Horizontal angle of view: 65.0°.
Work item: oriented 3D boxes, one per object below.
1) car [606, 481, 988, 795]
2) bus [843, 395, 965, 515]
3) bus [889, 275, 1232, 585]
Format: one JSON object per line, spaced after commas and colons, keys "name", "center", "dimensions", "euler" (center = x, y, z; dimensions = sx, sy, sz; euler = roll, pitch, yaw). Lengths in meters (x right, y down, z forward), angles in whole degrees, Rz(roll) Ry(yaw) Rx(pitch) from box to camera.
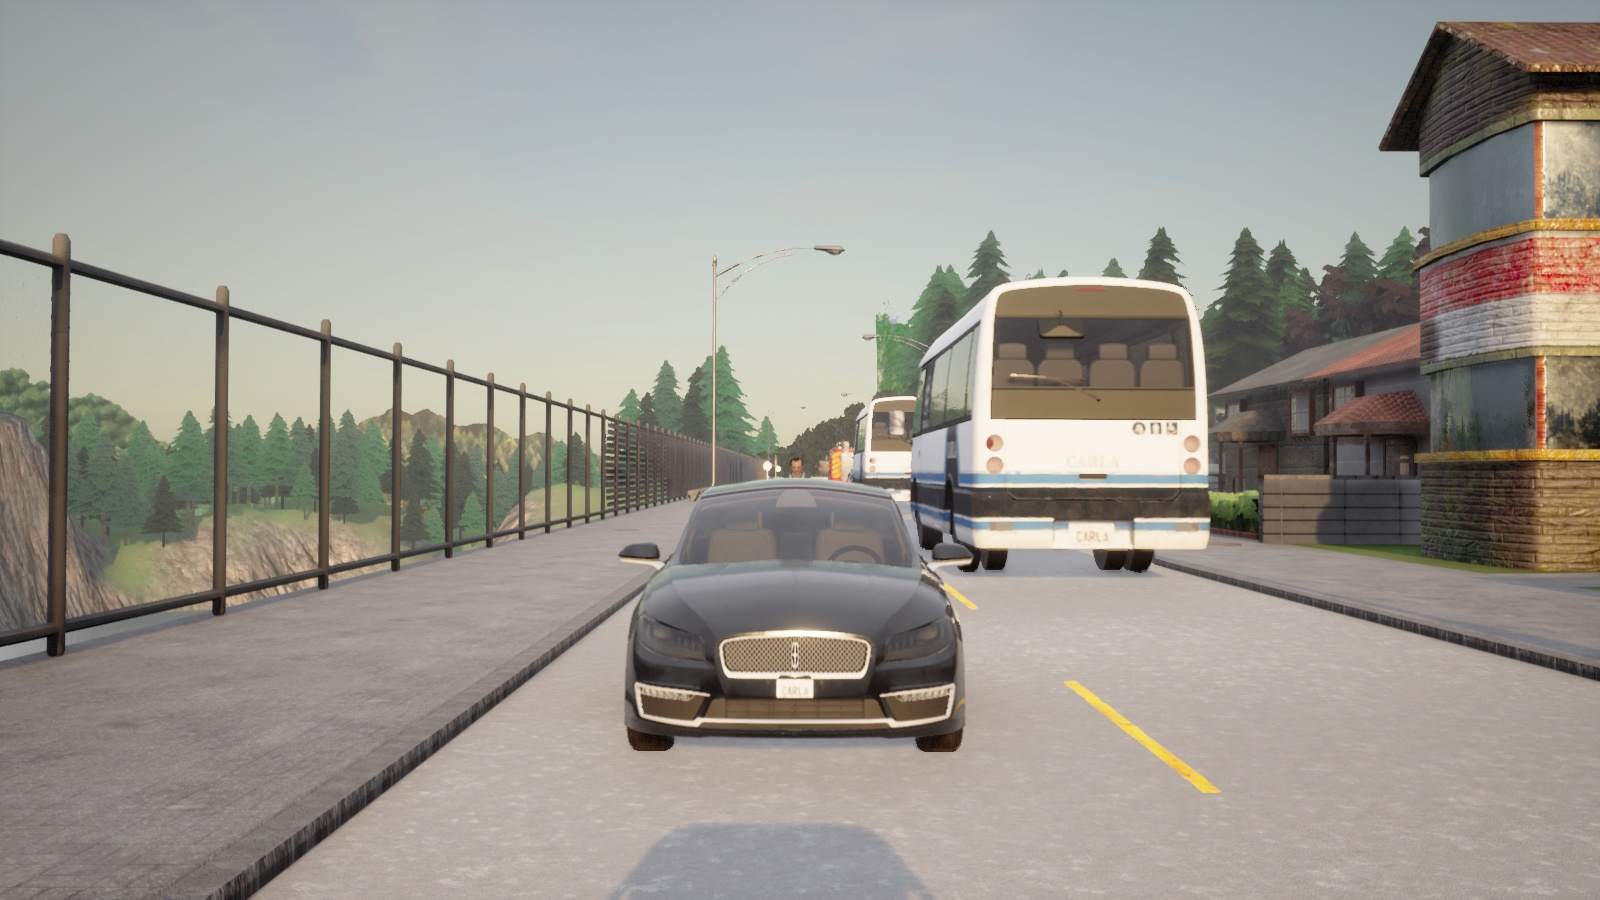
{"name": "car", "center": [-0.020, 0.965, 8.496], "dimensions": [1.837, 1.490, 4.892], "euler": [0, -1, 0]}
{"name": "bus", "center": [3.877, 0.267, 49.911], "dimensions": [3.944, 4.253, 10.273], "euler": [0, -1, 0]}
{"name": "bus", "center": [3.942, -0.198, 22.433], "dimensions": [3.944, 4.253, 10.273], "euler": [0, -1, 0]}
